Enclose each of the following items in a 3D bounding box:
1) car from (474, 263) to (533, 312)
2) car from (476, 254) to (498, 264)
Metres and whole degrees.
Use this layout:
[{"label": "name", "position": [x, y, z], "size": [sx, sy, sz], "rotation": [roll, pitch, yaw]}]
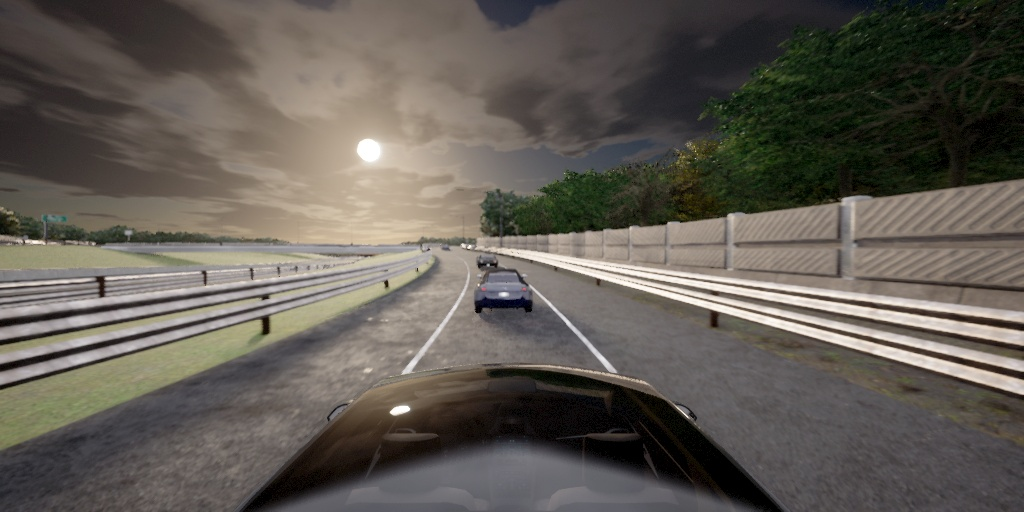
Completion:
[{"label": "car", "position": [-0.371, 1.154, 13.428], "size": [1.994, 1.385, 4.181], "rotation": [0, 1, -3]}, {"label": "car", "position": [-2.476, 0.429, 34.525], "size": [1.895, 1.301, 4.718], "rotation": [0, 3, -9]}]
